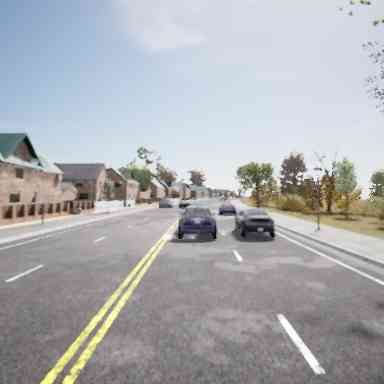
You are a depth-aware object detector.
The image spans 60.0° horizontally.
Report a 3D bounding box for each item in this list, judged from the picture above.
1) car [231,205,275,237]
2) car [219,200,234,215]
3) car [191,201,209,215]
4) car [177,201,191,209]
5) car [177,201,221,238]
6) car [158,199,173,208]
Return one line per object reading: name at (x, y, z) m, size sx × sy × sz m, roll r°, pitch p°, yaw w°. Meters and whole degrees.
car at (3.582, 1.719, 19.554) m, size 1.837 × 1.490 × 4.892 m, roll 0°, pitch -1°, yaw 1°
car at (4.286, 2.000, 40.597) m, size 1.994 × 1.385 × 4.181 m, roll 0°, pitch -1°, yaw 3°
car at (1.064, 1.935, 41.267) m, size 2.128 × 1.511 × 4.902 m, roll 0°, pitch 0°, yaw 3°
car at (-1.377, 2.228, 58.696) m, size 1.895 × 1.301 × 4.718 m, roll 0°, pitch -1°, yaw 4°
car at (0.324, 1.560, 19.151) m, size 2.097 × 1.767 × 4.553 m, roll 0°, pitch -1°, yaw 1°
car at (-4.609, 1.983, 59.022) m, size 2.097 × 1.767 × 4.553 m, roll 0°, pitch -1°, yaw 4°
